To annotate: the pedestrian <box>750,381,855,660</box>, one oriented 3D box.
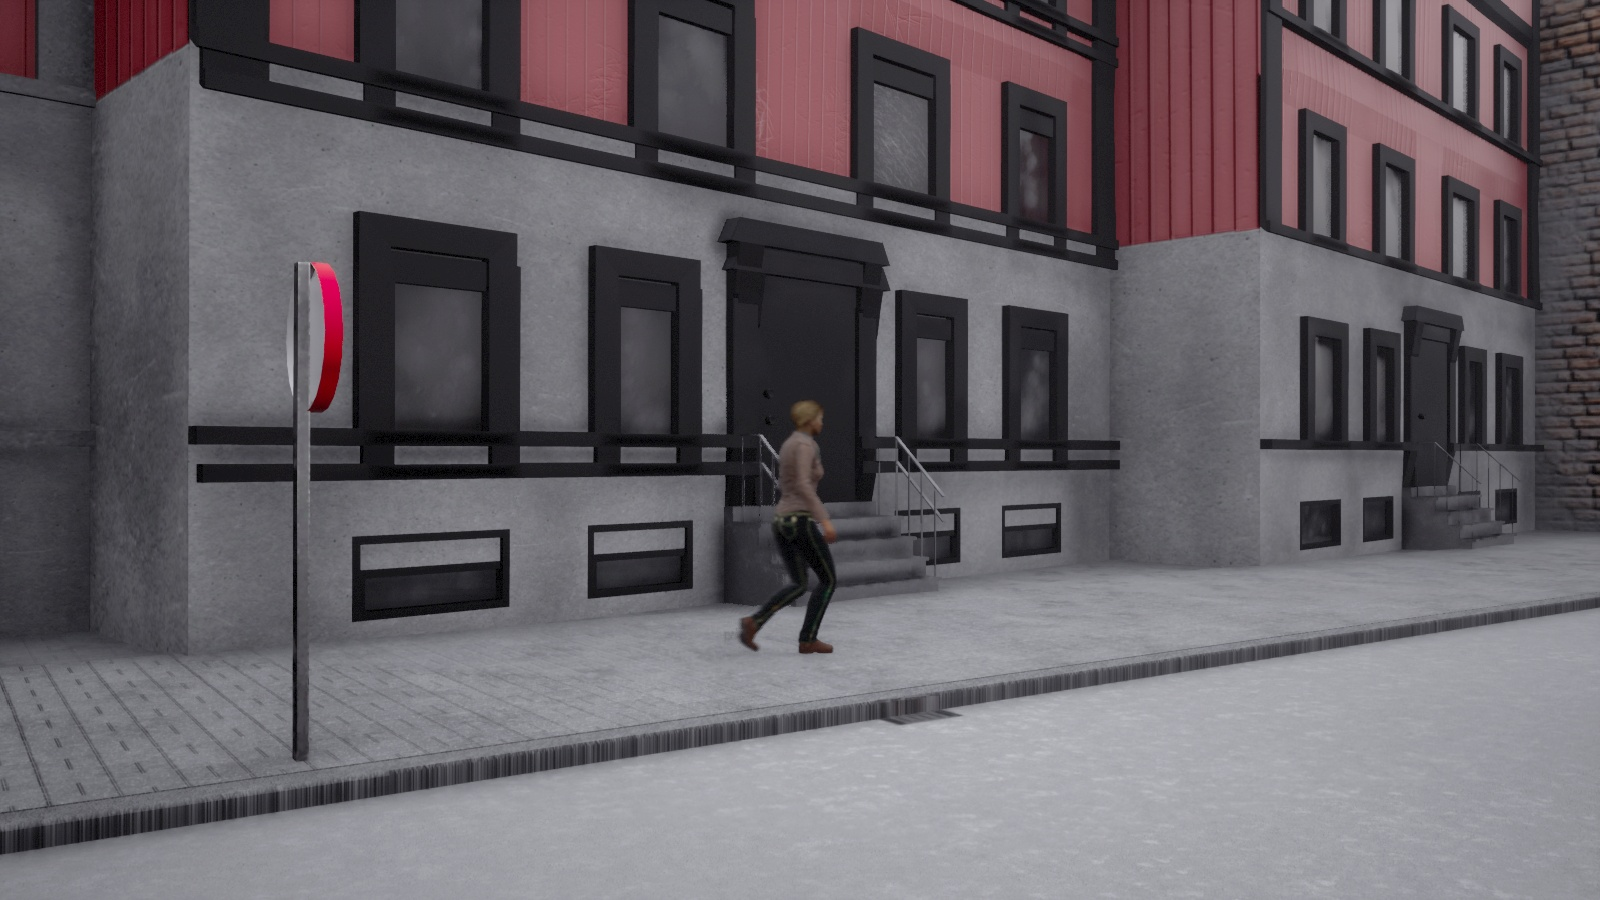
[{"bbox_3d":[0.019,0.468,8.602,0.634,1.846,0.331,0,0,-25],"label":"pedestrian"}]
